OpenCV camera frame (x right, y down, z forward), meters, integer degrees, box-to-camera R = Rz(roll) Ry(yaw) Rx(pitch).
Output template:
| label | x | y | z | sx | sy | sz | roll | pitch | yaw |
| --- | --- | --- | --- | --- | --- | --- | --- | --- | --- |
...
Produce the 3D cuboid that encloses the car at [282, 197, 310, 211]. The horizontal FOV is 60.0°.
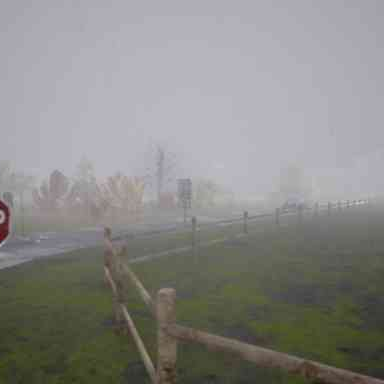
| label | x | y | z | sx | sy | sz | roll | pitch | yaw |
| --- | --- | --- | --- | --- | --- | --- | --- | --- | --- |
| car | 12.548 | 1.359 | 39.982 | 2.097 | 1.767 | 4.553 | 0 | 0 | 36 |
